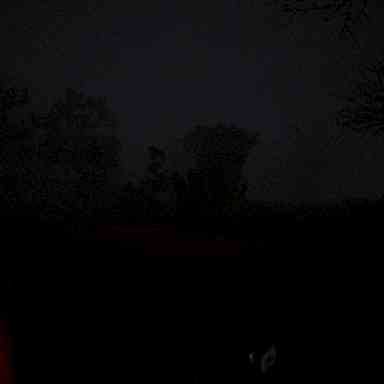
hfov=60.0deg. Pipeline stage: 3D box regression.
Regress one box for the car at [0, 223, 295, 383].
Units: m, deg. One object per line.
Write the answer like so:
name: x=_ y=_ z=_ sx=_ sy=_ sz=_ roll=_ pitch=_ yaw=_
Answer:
car: x=-1.381 y=1.314 z=3.850 sx=5.009 sy=1.841 sz=2.192 roll=0 pitch=1 yaw=36
